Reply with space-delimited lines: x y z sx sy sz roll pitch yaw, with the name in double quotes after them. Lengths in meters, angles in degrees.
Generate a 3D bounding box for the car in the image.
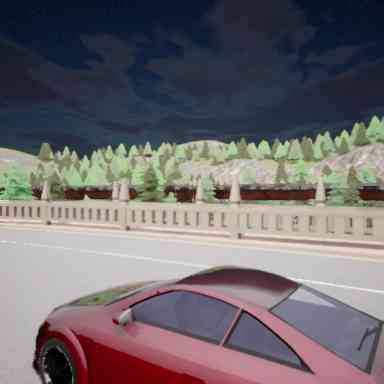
0.163 1.549 3.618 4.181 1.385 1.994 0 0 34 "car"
